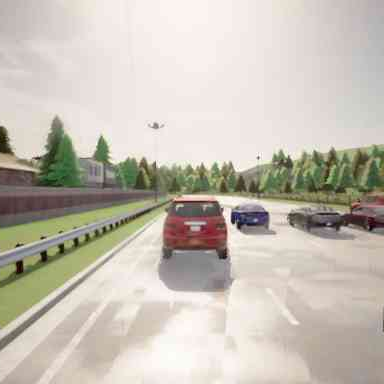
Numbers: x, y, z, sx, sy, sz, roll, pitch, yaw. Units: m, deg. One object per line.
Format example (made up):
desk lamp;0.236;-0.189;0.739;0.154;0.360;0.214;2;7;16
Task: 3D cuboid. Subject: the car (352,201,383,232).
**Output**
car;10.589;1.487;19.737;1.812;1.442;4.674;0;0;0

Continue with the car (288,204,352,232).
car;7.103;1.453;19.670;2.128;1.511;4.902;0;0;0

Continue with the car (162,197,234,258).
car;0.103;1.196;12.770;2.150;2.045;5.566;0;0;0

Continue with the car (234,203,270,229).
car;3.603;1.436;21.276;1.882;1.535;5.008;0;0;0

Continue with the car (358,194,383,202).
car;14.105;1.173;25.111;2.150;2.045;5.566;0;0;0

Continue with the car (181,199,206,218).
car;0.103;1.431;30.901;2.128;1.511;4.902;0;0;0

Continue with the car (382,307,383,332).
car;3.600;1.499;2.736;1.837;1.490;4.892;0;0;0
